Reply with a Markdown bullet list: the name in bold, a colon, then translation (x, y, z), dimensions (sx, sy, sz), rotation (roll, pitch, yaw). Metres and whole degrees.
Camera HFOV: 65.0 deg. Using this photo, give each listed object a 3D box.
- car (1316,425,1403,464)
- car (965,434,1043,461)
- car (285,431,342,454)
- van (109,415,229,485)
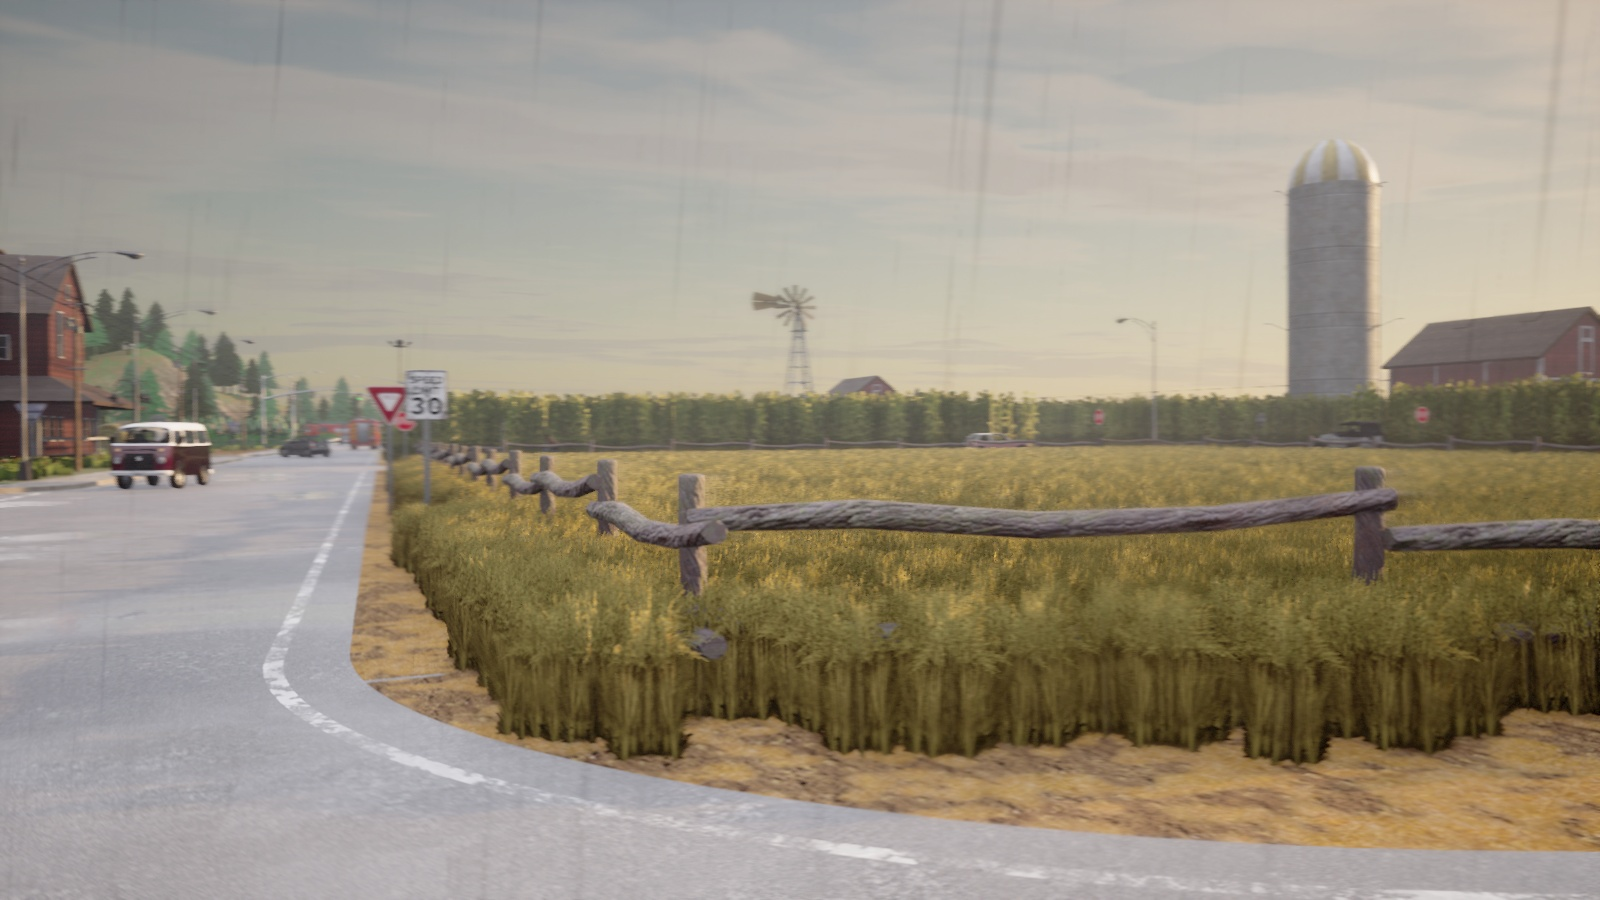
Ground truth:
- **car**: translation (28.354, -0.296, 63.728), dimensions (1.905, 1.878, 3.866), rotation (0, 1, -18)
- **car**: translation (11.344, -0.145, 69.776), dimensions (3.806, 1.475, 1.970), rotation (0, 1, -18)
- **car**: translation (-35.484, -0.582, 91.600), dimensions (3.988, 1.617, 1.851), rotation (1, 1, 31)
- **van**: translation (-19.505, -0.013, 39.040), dimensions (2.069, 2.038, 4.480), rotation (0, 0, -9)
